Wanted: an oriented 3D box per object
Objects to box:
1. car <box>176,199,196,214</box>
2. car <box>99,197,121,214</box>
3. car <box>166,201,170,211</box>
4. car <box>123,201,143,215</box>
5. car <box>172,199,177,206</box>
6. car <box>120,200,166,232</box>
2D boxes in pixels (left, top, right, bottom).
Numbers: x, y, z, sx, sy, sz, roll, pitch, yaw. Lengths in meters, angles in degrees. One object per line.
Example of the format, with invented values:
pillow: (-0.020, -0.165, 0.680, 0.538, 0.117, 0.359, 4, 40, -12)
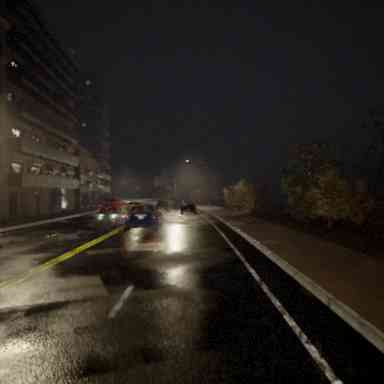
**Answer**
car: (-0.508, 1.843, 40.210, 2.128, 1.511, 4.902, -1, -1, -3)
car: (-10.644, 1.707, 43.635, 2.150, 2.045, 5.566, -1, -1, -3)
car: (-4.204, 1.954, 47.435, 1.837, 1.490, 4.892, 0, 0, -4)
car: (-7.285, 1.910, 41.596, 1.882, 1.535, 5.008, -1, 0, -3)
car: (-3.131, 2.168, 70.372, 1.994, 1.385, 4.181, -1, 0, -7)
car: (-3.126, 1.578, 22.205, 2.097, 1.767, 4.553, -1, 0, -1)
